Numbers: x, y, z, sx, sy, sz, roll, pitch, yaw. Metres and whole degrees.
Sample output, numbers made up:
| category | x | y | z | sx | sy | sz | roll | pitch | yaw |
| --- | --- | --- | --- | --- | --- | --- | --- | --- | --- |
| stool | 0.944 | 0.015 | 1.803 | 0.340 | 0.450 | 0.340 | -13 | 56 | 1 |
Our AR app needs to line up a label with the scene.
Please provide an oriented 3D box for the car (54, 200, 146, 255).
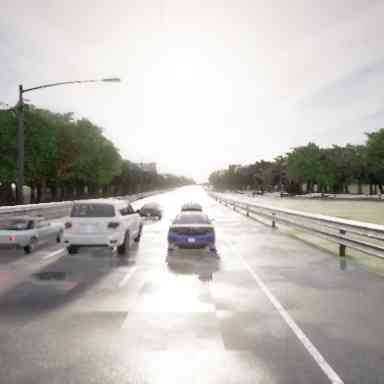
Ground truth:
| category | x | y | z | sx | sy | sz | roll | pitch | yaw |
| --- | --- | --- | --- | --- | --- | --- | --- | --- | --- |
| car | -3.509 | 1.324 | 14.025 | 2.150 | 2.045 | 5.566 | 0 | 0 | 0 |

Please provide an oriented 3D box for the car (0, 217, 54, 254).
| category | x | y | z | sx | sy | sz | roll | pitch | yaw |
| --- | --- | --- | --- | --- | --- | --- | --- | --- | --- |
| car | -7.008 | 1.708 | 14.095 | 1.895 | 1.301 | 4.718 | 0 | 0 | 0 |

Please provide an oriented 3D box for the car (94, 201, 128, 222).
| category | x | y | z | sx | sy | sz | roll | pitch | yaw |
| --- | --- | --- | --- | --- | --- | --- | --- | --- | --- |
| car | -7.019 | 1.618 | 29.282 | 1.837 | 1.490 | 4.892 | 0 | 1 | 0 |

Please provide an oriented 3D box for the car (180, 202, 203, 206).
| category | x | y | z | sx | sy | sz | roll | pitch | yaw |
| --- | --- | --- | --- | --- | --- | --- | --- | --- | --- |
| car | -0.018 | 1.588 | 29.460 | 1.882 | 1.535 | 5.008 | 0 | 0 | 0 |

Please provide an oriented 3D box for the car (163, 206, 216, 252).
| category | x | y | z | sx | sy | sz | roll | pitch | yaw |
| --- | --- | --- | --- | --- | --- | --- | --- | --- | --- |
| car | -0.005 | 1.587 | 14.480 | 1.882 | 1.535 | 5.008 | 0 | 0 | 0 |

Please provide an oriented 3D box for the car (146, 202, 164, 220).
| category | x | y | z | sx | sy | sz | roll | pitch | yaw |
| --- | --- | --- | --- | --- | --- | --- | --- | --- | --- |
| car | -3.519 | 1.636 | 29.370 | 1.812 | 1.442 | 4.674 | 0 | 0 | 0 |
